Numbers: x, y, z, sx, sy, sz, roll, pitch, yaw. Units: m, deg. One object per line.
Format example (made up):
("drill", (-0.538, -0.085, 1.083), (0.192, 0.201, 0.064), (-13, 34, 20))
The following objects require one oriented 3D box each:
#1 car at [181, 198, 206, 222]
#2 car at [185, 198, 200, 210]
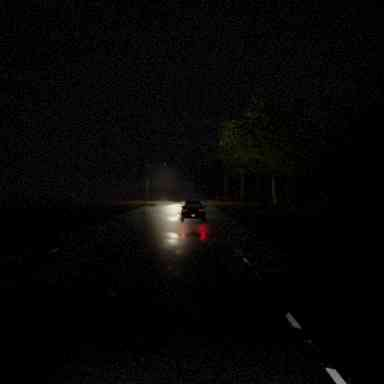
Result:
("car", (0.090, 1.475, 26.002), (1.812, 1.442, 4.674), (0, 0, 0))
("car", (0.087, 1.487, 43.084), (1.895, 1.301, 4.718), (0, 0, 0))
